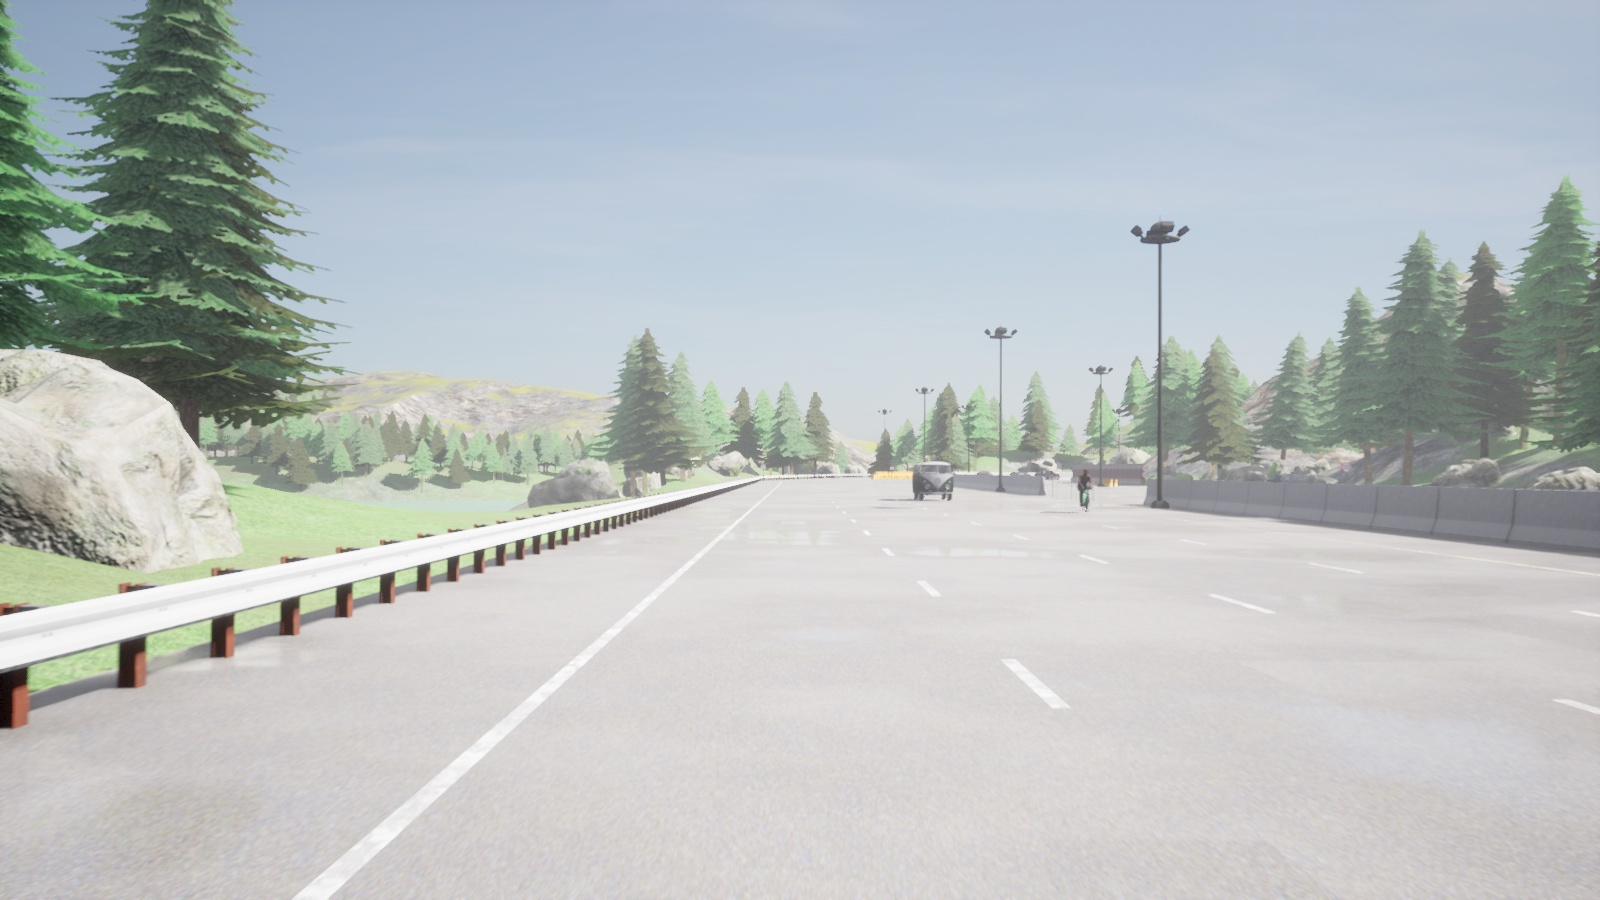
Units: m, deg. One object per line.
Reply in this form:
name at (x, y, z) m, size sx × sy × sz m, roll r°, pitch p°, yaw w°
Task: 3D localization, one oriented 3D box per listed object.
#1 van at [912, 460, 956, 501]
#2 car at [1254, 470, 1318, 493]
van at (6.823, 1.539, 64.276) m, size 1.775 × 1.987 × 4.442 m, roll 0°, pitch -1°, yaw 0°
car at (31.298, 1.996, 81.033) m, size 2.033 × 1.411 × 5.357 m, roll 0°, pitch -1°, yaw 0°
